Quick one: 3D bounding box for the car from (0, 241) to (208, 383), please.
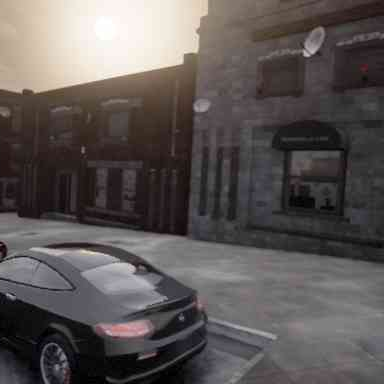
[{"bbox_3d":[-1.944,1.488,4.980,4.674,1.452,2.002,1,-1,36],"label":"car"}]
